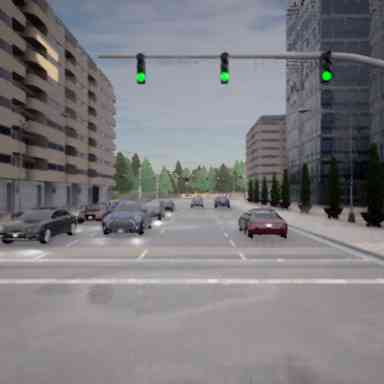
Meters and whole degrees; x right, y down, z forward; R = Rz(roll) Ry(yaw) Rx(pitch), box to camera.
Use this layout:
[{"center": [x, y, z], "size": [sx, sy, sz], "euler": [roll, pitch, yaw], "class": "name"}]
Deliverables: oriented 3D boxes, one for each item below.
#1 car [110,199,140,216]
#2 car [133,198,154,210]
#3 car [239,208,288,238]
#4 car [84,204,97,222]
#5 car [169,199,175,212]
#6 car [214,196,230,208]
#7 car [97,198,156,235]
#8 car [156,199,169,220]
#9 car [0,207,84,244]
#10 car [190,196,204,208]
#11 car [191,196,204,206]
[{"center": [-6.650, 1.480, 33.550], "size": [1.882, 1.535, 5.008], "euler": [0, 0, 2], "class": "car"}, {"center": [-6.333, 1.514, 43.905], "size": [1.837, 1.490, 4.892], "euler": [0, 0, 1], "class": "car"}, {"center": [3.665, 1.547, 17.722], "size": [1.994, 1.385, 4.181], "euler": [0, 0, 1], "class": "car"}, {"center": [-6.894, 1.561, 24.737], "size": [1.994, 1.385, 4.181], "euler": [0, 0, 2], "class": "car"}, {"center": [-2.973, 1.550, 38.701], "size": [2.033, 1.411, 5.357], "euler": [0, 0, 2], "class": "car"}, {"center": [4.260, 1.354, 47.346], "size": [2.097, 1.767, 4.553], "euler": [0, 0, 2], "class": "car"}, {"center": [-3.513, 1.342, 18.752], "size": [2.097, 1.767, 4.553], "euler": [0, 0, 1], "class": "car"}, {"center": [-3.315, 1.522, 28.237], "size": [1.812, 1.442, 4.674], "euler": [0, 0, 2], "class": "car"}, {"center": [-7.067, 1.496, 15.844], "size": [1.837, 1.490, 4.892], "euler": [0, 0, 2], "class": "car"}, {"center": [0.754, 1.553, 47.138], "size": [2.033, 1.411, 5.357], "euler": [0, 0, 1], "class": "car"}, {"center": [1.020, 1.503, 57.479], "size": [2.128, 1.511, 4.902], "euler": [0, 0, 1], "class": "car"}]
